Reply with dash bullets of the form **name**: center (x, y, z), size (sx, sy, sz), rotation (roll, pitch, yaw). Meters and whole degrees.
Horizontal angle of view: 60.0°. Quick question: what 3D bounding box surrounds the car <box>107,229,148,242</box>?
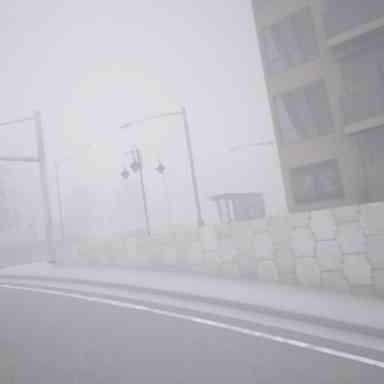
- **car**: center (-7.041, 4.915, 36.395), size (1.882, 1.535, 5.008), rotation (-13, -7, 36)

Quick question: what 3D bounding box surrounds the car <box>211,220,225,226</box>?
- **car**: center (5.032, 4.923, 52.658), size (2.033, 1.411, 5.357), rotation (-13, -7, 36)
